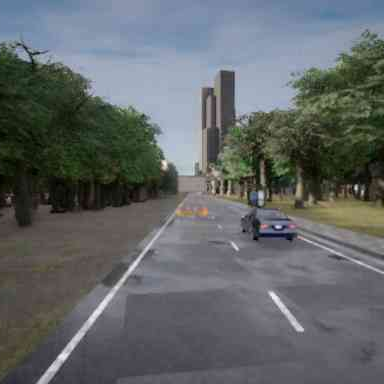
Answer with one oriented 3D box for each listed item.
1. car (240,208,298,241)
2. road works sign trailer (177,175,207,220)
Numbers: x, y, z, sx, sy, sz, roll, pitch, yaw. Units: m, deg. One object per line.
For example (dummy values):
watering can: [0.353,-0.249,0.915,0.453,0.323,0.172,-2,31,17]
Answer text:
car: [3.599,1.505,16.363,2.033,1.411,5.357,0,0,0]
road works sign trailer: [-0.003,0.400,26.941,2.380,3.560,2.880,0,0,0]
